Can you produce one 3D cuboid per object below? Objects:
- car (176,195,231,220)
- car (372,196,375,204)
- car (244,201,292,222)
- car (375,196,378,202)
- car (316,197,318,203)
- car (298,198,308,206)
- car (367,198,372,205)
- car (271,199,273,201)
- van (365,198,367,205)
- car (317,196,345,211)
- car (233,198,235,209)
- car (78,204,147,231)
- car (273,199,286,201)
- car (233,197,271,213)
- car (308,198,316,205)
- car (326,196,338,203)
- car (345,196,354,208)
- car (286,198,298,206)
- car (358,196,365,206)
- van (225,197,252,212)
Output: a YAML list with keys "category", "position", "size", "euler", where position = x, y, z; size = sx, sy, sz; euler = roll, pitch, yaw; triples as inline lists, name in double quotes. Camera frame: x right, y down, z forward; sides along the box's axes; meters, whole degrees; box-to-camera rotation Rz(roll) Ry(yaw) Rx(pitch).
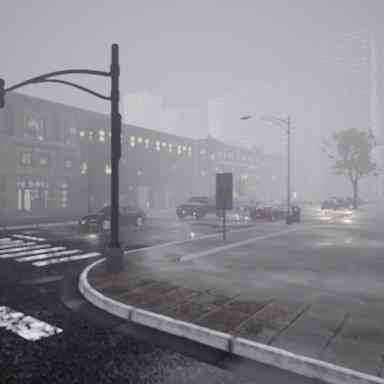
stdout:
- category: "car"
  position: [0.909, 1.318, 29.640]
  size: [2.150, 2.045, 5.566]
  euler: [0, 0, 35]
- category: "car"
  position: [38.143, 1.933, 72.567]
  size: [1.752, 1.417, 4.829]
  euler: [0, -1, 35]
- category: "car"
  position: [6.319, 1.655, 27.185]
  size: [1.887, 1.381, 4.507]
  euler: [0, 0, 35]
- category: "car"
  position: [41.222, 2.022, 76.948]
  size: [1.802, 1.307, 4.206]
  euler: [0, -1, 35]
- category: "car"
  position: [28.011, 1.802, 72.724]
  size: [1.967, 1.590, 4.097]
  euler: [0, 0, 35]
- category: "car"
  position: [18.480, 1.820, 59.160]
  size: [2.008, 1.369, 4.403]
  euler: [0, 0, 35]
- category: "car"
  position: [34.868, 1.957, 67.905]
  size: [1.802, 1.307, 4.206]
  euler: [0, -1, 35]
- category: "car"
  position: [8.949, 1.730, 45.595]
  size: [2.008, 1.369, 4.403]
  euler: [0, 0, 35]
- category: "van"
  position: [31.691, 1.685, 63.386]
  size: [1.690, 1.788, 3.998]
  euler: [0, -1, 35]
- category: "car"
  position: [18.983, 1.662, 45.300]
  size: [1.967, 1.590, 4.097]
  euler: [0, 0, 35]
- category: "car"
  position: [2.497, 1.648, 36.414]
  size: [1.752, 1.417, 4.829]
  euler: [0, 0, 35]
- category: "car"
  position: [-4.969, 1.556, 21.315]
  size: [1.837, 1.490, 4.892]
  euler: [0, 0, 34]
- category: "car"
  position: [12.028, 1.733, 49.978]
  size: [1.752, 1.417, 4.829]
  euler: [0, 0, 35]
- category: "car"
  position: [6.813, 1.637, 38.020]
  size: [2.128, 1.511, 4.902]
  euler: [0, 0, 35]
- category: "car"
  position: [21.657, 1.850, 63.682]
  size: [2.008, 1.369, 4.403]
  euler: [0, 0, 35]
- category: "car"
  position: [34.365, 1.867, 81.767]
  size: [1.967, 1.590, 4.097]
  euler: [0, -1, 35]
- category: "car"
  position: [22.160, 1.567, 49.822]
  size: [2.192, 1.841, 5.009]
  euler: [0, 0, 35]
- category: "car"
  position: [15.303, 1.789, 54.638]
  size: [2.008, 1.369, 4.403]
  euler: [0, 0, 35]
- category: "car"
  position: [28.515, 1.628, 58.865]
  size: [2.192, 1.841, 5.009]
  euler: [0, 0, 35]
- category: "van"
  position: [5.772, 1.492, 41.075]
  size: [1.690, 1.788, 3.998]
  euler: [0, 0, 35]
